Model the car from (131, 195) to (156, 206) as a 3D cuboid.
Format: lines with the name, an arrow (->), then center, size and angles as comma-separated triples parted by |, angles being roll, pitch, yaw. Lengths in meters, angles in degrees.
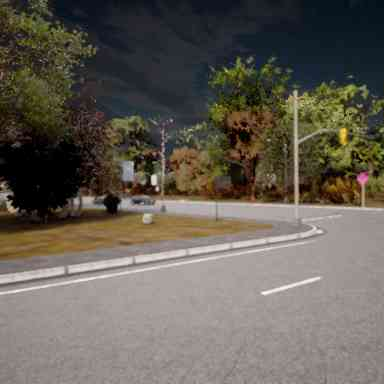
car -> -6.969, 1.163, 47.104 | 1.837, 1.490, 4.892 | -1, 1, -38

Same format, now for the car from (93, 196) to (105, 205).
car -> -12.851, 1.267, 48.902 | 2.033, 1.411, 5.357 | -1, 1, -38
